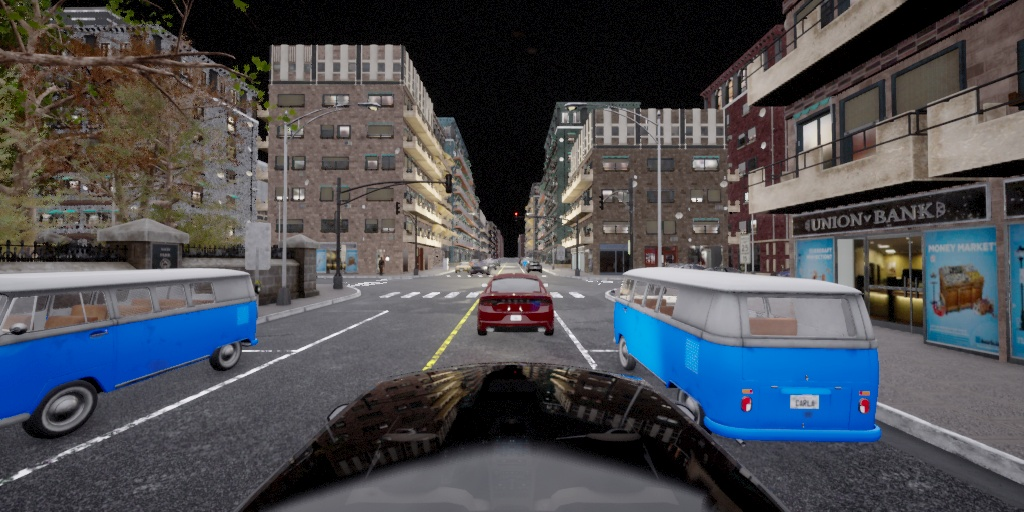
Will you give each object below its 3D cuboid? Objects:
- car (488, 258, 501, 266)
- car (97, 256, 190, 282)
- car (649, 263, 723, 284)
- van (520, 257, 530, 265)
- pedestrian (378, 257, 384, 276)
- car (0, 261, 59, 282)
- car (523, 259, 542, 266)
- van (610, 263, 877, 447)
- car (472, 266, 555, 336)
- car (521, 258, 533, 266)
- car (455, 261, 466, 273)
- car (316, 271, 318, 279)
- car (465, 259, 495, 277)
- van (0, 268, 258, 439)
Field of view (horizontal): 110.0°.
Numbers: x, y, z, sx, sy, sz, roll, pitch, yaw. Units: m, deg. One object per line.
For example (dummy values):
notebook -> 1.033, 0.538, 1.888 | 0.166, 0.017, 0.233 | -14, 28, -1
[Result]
car -> -3.135, 1.257, 51.107 | 2.128, 1.511, 4.902 | 0, 0, 0
car -> -26.484, 0.946, 25.905 | 4.553, 1.767, 2.097 | 0, -1, 1
car -> 13.772, 1.364, 28.667 | 4.902, 1.511, 2.128 | 0, -1, 1
van -> 2.640, 1.112, 59.990 | 1.690, 1.789, 3.998 | 0, 0, 0
pedestrian -> -12.568, 0.968, 34.491 | 0.375, 1.860, 0.375 | 0, -1, 1
car -> -36.810, 1.086, 26.020 | 5.357, 1.411, 2.033 | 0, -1, 0
car -> 2.655, 1.330, 43.063 | 1.948, 1.339, 4.313 | 0, 0, 0
van -> 2.655, 1.092, 5.116 | 1.690, 1.789, 3.998 | 0, 0, 0
car -> 0.090, 1.230, 10.475 | 1.882, 1.535, 5.008 | 0, 0, 0
car -> 2.650, 1.317, 48.705 | 2.007, 1.370, 4.403 | 0, 0, 0
car -> -5.725, 1.290, 42.885 | 1.751, 1.417, 4.829 | 0, 0, 0
car -> -16.626, 1.139, 25.794 | 4.902, 1.511, 2.128 | 0, -1, 1
car -> -3.144, 1.309, 36.460 | 2.033, 1.411, 5.357 | 0, 0, 0
van -> -5.659, 1.092, 5.110 | 1.690, 1.789, 3.998 | 0, 0, 0
